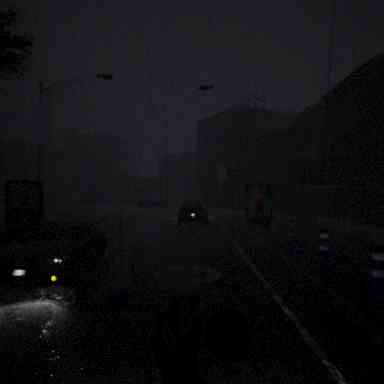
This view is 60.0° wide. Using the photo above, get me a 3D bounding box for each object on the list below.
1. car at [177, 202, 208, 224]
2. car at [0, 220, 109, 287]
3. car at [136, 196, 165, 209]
[{"bbox_3d":[-0.006,1.345,22.339,1.994,1.385,4.181,0,1,-2],"label":"car"},{"bbox_3d":[-3.612,1.471,8.936,1.994,1.385,4.181,0,1,0],"label":"car"},{"bbox_3d":[-5.031,1.192,40.113,1.882,1.535,5.008,1,-1,-34],"label":"car"}]
